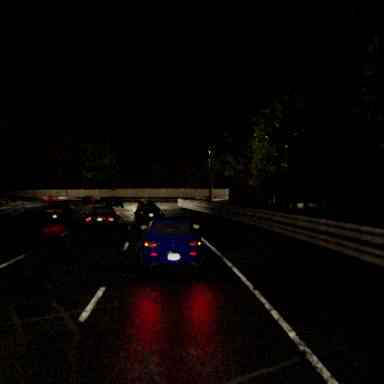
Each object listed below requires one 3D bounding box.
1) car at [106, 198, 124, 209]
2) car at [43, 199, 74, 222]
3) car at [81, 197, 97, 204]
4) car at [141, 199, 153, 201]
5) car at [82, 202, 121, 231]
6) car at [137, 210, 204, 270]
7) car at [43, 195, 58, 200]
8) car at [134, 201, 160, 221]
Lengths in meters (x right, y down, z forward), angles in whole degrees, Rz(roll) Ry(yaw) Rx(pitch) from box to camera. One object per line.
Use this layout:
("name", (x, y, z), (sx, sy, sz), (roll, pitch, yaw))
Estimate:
("car", (-11.081, 1.610, 47.421), (1.837, 1.490, 4.892), (0, 0, -25))
("car", (-10.824, 1.573, 27.064), (1.837, 1.490, 4.892), (0, 0, -15))
("car", (-19.181, 1.636, 61.931), (2.128, 1.511, 4.902), (0, 0, -34))
("car", (-5.109, 1.567, 37.661), (2.128, 1.511, 4.902), (0, 0, -9))
("car", (-5.707, 1.595, 21.057), (2.033, 1.411, 5.357), (0, 0, -12))
("car", (-0.710, 1.546, 11.023), (1.812, 1.442, 4.674), (0, 0, -6))
("car", (-33.954, 1.559, 79.994), (4.553, 1.767, 2.097), (0, 0, 44))
("car", (-3.365, 1.615, 25.604), (1.994, 1.385, 4.181), (0, 0, -14))
